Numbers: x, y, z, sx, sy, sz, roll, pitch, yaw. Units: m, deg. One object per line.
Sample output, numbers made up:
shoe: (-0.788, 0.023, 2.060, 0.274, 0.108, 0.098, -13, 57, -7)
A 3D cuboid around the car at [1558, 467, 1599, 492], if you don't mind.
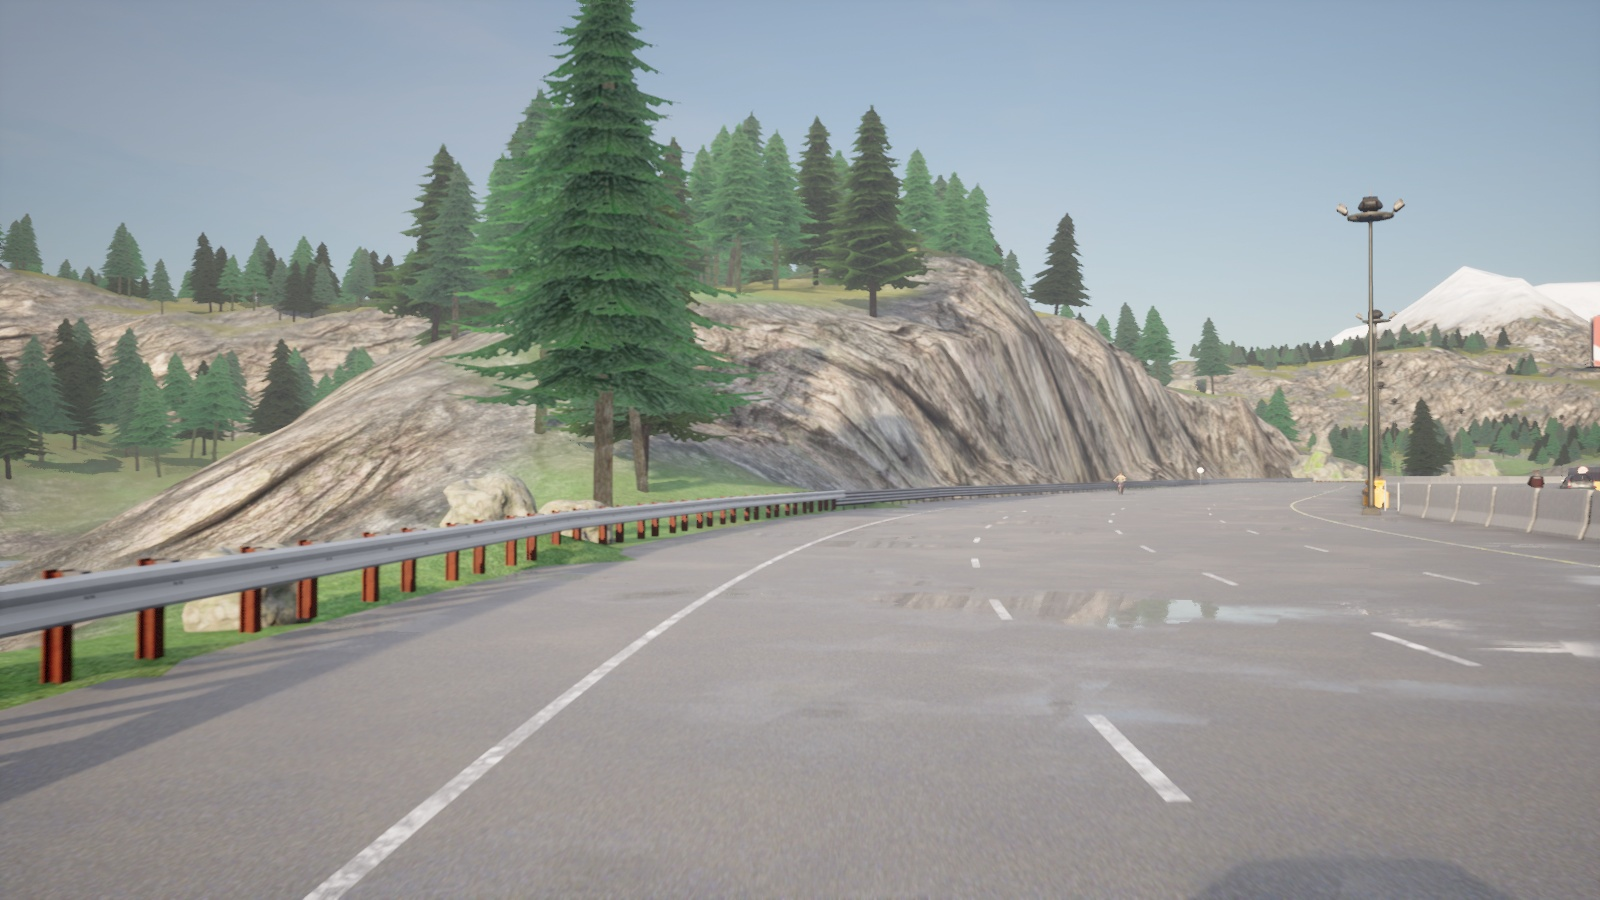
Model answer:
car: (51.227, 1.909, 82.693, 1.851, 1.617, 3.988, -1, -1, 25)
